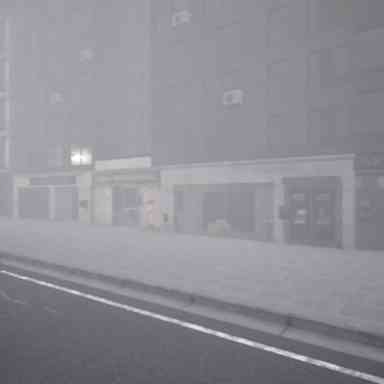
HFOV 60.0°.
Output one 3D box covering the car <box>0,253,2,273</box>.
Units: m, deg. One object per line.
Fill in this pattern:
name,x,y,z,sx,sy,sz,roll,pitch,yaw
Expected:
car,-6.554,1.518,8.357,4.674,1.442,1.812,0,0,35
